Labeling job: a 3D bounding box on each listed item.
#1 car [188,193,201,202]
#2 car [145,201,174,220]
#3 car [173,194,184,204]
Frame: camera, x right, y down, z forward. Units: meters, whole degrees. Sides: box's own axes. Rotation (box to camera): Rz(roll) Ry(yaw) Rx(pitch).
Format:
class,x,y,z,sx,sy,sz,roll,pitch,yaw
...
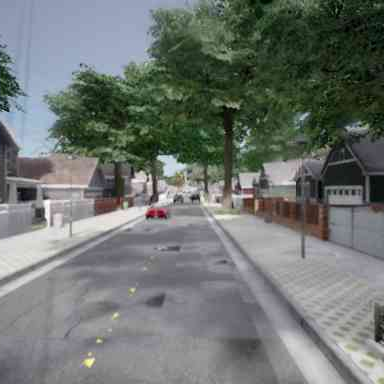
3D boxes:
class,x,y,z,sx,sy,sz,roll,pitch,yaw
car,0.851,1.334,78.604,2.150,2.045,5.566,-5,0,0
car,-2.858,1.676,28.703,1.895,1.301,4.718,0,0,0
car,-2.771,1.369,69.102,2.150,2.045,5.566,0,0,0
